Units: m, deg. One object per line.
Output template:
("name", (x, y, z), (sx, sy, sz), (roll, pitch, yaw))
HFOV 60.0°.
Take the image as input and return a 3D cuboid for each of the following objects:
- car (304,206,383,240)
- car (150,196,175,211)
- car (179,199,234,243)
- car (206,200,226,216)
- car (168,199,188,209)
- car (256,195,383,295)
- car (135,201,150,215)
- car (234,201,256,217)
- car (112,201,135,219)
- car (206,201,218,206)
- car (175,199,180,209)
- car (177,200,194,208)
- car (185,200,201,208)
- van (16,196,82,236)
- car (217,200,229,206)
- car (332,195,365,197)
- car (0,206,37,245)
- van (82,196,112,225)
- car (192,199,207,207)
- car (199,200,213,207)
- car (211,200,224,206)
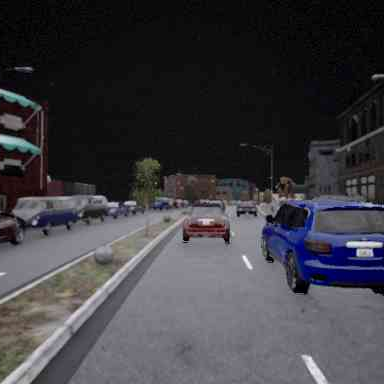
("car", (8.377, 1.500, 16.793), (4.792, 1.488, 2.163), (0, 0, 4))
("car", (-4.597, 1.511, 45.930), (2.435, 2.045, 5.566), (0, -1, 11))
("car", (0.744, 1.347, 16.332), (2.097, 1.767, 4.553), (0, 0, 4))
("car", (2.552, 1.599, 34.508), (1.837, 1.490, 4.892), (0, -1, 7))
("car", (-2.393, 2.034, 56.948), (2.231, 1.521, 4.892), (0, -2, 13))
("car", (3.337, 1.228, 8.916), (2.150, 2.045, 5.566), (0, 0, 2))
("car", (-6.286, 1.625, 35.010), (2.002, 1.452, 4.674), (0, -1, 8))
("car", (5.308, 1.670, 32.560), (1.895, 1.301, 4.718), (0, -1, 7))
("car", (-6.977, 1.568, 29.511), (2.002, 1.452, 4.674), (0, -1, 7))
("car", (5.041, 2.884, 83.648), (2.002, 1.452, 4.674), (0, -2, 19))
("car", (-3.548, 1.761, 51.436), (2.185, 1.767, 4.553), (0, -2, 12))
("car", (-1.163, 2.231, 62.224), (2.002, 1.452, 4.674), (0, -2, 14))
("car", (0.205, 2.383, 67.570), (2.163, 1.488, 4.792), (0, -2, 15))
("van", (-8.069, 1.256, 18.356), (1.878, 1.987, 4.442), (0, 0, 5))
("car", (8.787, 3.191, 94.058), (2.231, 1.521, 4.892), (-1, -2, 20))
("car", (8.816, 1.222, 22.242), (5.566, 2.045, 2.435), (0, 0, 6))
("car", (-8.433, 1.514, 12.908), (2.163, 1.488, 4.792), (0, 0, 4))
("van", (-7.600, 1.268, 23.875), (1.878, 1.987, 4.442), (0, 0, 6))
("car", (1.730, 2.396, 73.093), (2.185, 1.767, 4.553), (0, -2, 17))
("car", (3.326, 2.683, 78.375), (2.097, 1.535, 5.008), (0, -2, 18))
("car", (6.870, 3.010, 88.885), (2.231, 1.521, 4.892), (-1, -2, 20))
